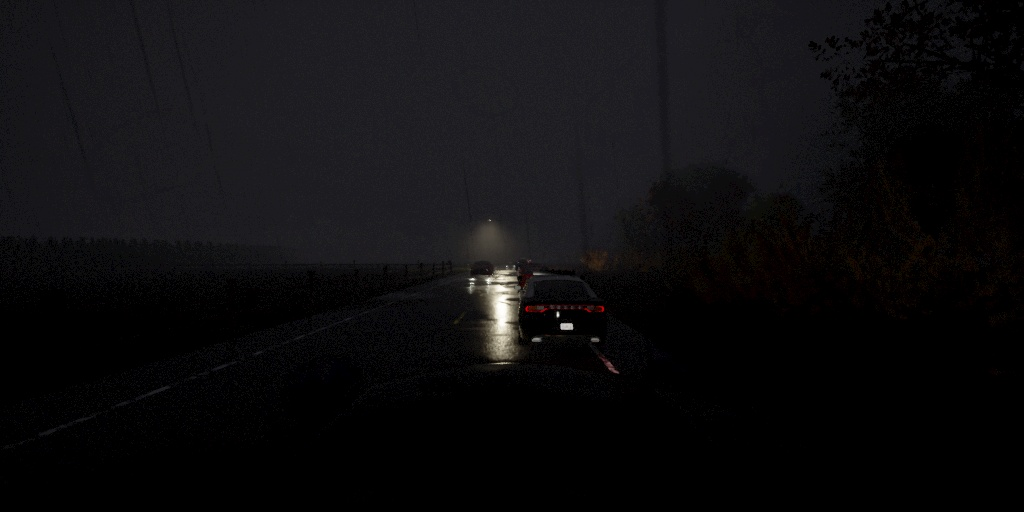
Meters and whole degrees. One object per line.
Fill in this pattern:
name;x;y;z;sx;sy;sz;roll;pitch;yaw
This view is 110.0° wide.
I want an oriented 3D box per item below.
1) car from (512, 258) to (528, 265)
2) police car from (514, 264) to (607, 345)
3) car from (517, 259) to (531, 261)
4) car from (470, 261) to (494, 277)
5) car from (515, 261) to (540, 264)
car;1.458;1.227;49.185;1.837;1.490;4.892;0;0;4
police car;1.101;1.173;9.597;1.930;1.638;5.238;0;0;1
car;1.428;1.218;25.431;1.882;1.535;5.008;0;0;2
car;-2.867;1.210;34.982;1.882;1.535;5.008;0;0;2
car;1.270;1.222;19.452;1.882;1.535;5.008;0;0;1
